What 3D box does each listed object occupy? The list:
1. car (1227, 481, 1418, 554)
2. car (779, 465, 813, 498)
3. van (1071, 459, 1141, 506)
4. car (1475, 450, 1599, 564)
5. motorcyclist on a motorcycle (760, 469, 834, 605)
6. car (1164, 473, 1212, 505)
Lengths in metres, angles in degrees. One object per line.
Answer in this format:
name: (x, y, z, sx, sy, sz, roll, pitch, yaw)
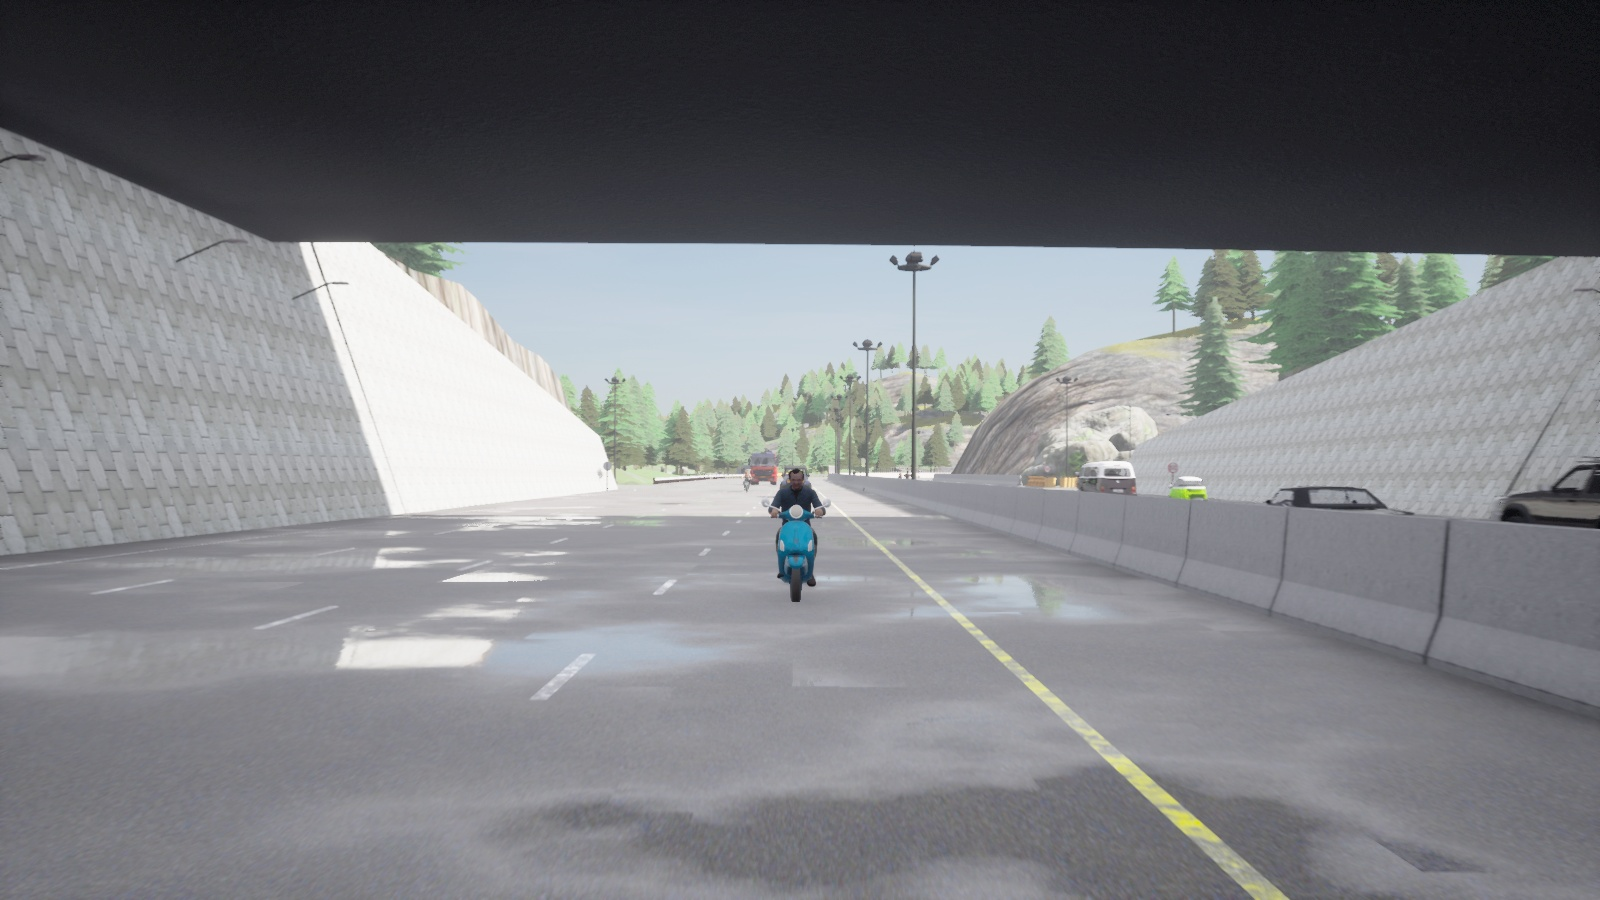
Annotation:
car: (10.434, 1.301, 25.521, 1.895, 1.301, 4.718, 0, -1, 0)
car: (-0.238, 1.846, 73.744, 1.905, 1.878, 3.866, 0, -1, 0)
van: (13.821, 1.437, 56.999, 2.069, 2.038, 4.480, 0, -1, 0)
car: (13.954, 0.941, 21.809, 1.932, 1.855, 4.605, 0, -1, 0)
motorcyclist on a motorcycle: (-0.038, 1.030, 15.616, 0.866, 1.590, 1.817, 0, -1, 0)
car: (17.325, 1.740, 56.145, 1.481, 1.376, 2.207, 0, -1, 0)
